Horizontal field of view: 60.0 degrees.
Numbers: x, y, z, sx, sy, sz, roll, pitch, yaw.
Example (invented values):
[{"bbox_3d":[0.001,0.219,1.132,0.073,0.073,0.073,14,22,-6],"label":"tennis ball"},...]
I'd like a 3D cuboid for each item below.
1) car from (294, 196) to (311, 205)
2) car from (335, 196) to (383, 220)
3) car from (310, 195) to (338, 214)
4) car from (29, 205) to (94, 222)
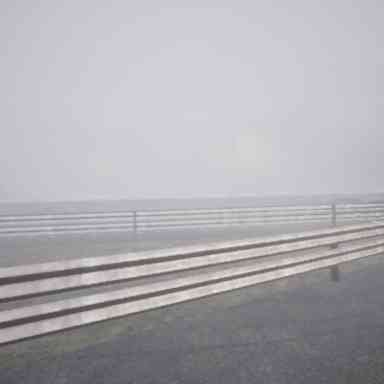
[{"bbox_3d":[11.675,1.037,30.086,4.902,1.511,2.128,-1,0,-11],"label":"car"},{"bbox_3d":[13.236,1.116,23.260,5.357,1.411,2.033,-1,0,-11],"label":"car"},{"bbox_3d":[12.439,1.064,26.669,4.892,1.490,1.837,-1,0,-11],"label":"car"},{"bbox_3d":[-9.943,1.665,25.826,4.718,1.301,1.895,-1,0,-11],"label":"car"}]
